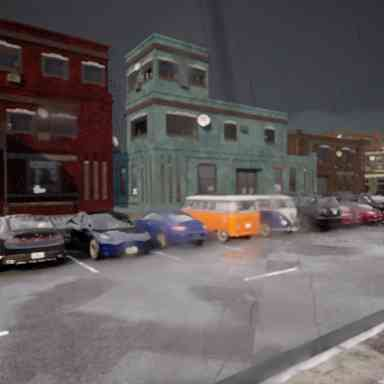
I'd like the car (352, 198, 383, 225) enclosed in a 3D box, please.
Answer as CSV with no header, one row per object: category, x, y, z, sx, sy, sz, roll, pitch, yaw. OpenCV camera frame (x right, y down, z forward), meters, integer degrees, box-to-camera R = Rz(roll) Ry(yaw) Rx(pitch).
car,10.206,1.394,22.246,2.002,1.452,4.674,0,0,-35

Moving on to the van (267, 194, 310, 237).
van,3.532,1.163,17.353,1.878,1.987,4.442,0,0,-35

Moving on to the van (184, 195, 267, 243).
van,1.134,1.178,15.933,1.878,1.987,4.442,0,0,-35

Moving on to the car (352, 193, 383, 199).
car,12.434,1.093,23.802,2.435,2.045,5.566,0,0,-35

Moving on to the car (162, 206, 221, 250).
car,-1.161,1.460,14.151,2.002,1.452,4.674,0,0,-35

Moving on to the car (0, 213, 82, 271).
car,-5.584,1.455,10.996,2.231,1.521,4.892,0,0,-35

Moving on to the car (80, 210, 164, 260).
car,-3.307,1.465,12.589,2.163,1.488,4.792,0,0,-35

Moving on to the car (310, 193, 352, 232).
car,5.712,1.125,19.084,2.435,2.045,5.566,0,0,-35

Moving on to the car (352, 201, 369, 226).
car,7.995,1.404,20.672,2.002,1.452,4.674,0,0,-35
